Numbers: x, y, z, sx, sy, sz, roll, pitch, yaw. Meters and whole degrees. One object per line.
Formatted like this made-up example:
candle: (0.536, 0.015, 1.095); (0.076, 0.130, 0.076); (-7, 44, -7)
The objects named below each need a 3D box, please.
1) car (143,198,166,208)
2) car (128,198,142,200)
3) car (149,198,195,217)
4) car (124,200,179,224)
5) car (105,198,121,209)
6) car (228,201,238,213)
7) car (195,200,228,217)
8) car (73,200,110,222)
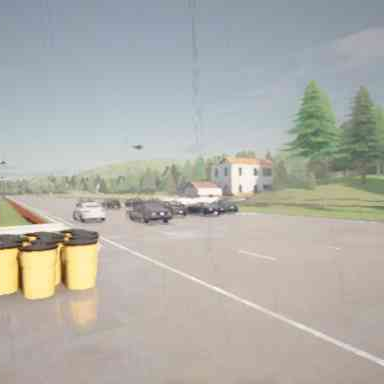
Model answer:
car: (-5.769, 1.614, 50.535); (1.994, 1.385, 4.181); (-1, 0, -30)
car: (-8.347, 1.581, 47.994); (1.837, 1.490, 4.892); (-1, 0, -30)
car: (-2.144, 1.507, 30.143); (2.128, 1.511, 4.902); (-1, 0, -30)
car: (-3.332, 1.575, 25.181); (2.033, 1.411, 5.357); (-1, 0, -30)
car: (-11.363, 1.612, 46.215); (1.837, 1.490, 4.892); (-1, 0, -30)
car: (3.034, 1.526, 35.186); (1.994, 1.385, 4.181); (-1, 0, -30)
car: (1.023, 1.584, 31.659); (1.895, 1.301, 4.718); (-1, 0, -30)
car: (-8.364, 1.604, 26.892); (1.812, 1.442, 4.674); (-1, 0, -30)
